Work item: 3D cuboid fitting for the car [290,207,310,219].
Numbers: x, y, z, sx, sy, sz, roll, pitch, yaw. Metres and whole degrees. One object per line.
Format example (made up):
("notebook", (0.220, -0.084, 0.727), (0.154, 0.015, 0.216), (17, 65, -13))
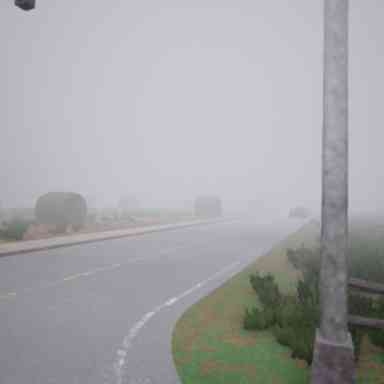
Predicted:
("car", (14.874, 2.851, 46.342), (1.882, 1.535, 5.008), (0, -2, 24))

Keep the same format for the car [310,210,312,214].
("car", (18.938, 3.270, 55.602), (1.895, 1.301, 4.718), (0, -2, 24))
